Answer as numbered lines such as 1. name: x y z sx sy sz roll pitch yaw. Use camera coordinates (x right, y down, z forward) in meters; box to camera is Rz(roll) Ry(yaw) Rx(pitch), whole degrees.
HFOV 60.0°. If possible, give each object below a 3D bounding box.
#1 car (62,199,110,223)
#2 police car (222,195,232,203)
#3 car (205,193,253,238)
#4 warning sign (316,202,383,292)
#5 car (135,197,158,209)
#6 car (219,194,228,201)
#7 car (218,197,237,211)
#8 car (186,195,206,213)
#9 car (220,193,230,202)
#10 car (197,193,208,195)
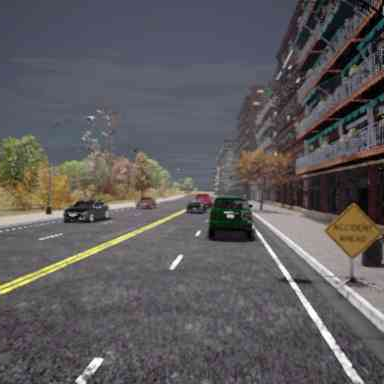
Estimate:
1. car: -7.321 1.278 23.490 1.837 1.490 4.892 1 0 6
2. police car: 7.626 1.477 73.092 1.930 1.638 5.238 1 0 3
3. car: 2.114 1.230 18.134 2.150 2.045 5.566 1 0 7
4. warning sign: 3.700 1.186 7.679 1.300 1.860 1.060 1 0 7
5. car: -5.527 1.308 40.771 1.812 1.442 4.674 1 0 5
6. car: 8.454 1.412 89.016 2.097 1.767 4.553 1 0 3
7. car: 4.431 1.506 41.953 2.128 1.511 4.902 1 0 5
8. car: 0.540 1.425 35.345 2.128 1.511 4.902 1 0 6
9. car: 8.174 1.282 83.051 2.150 2.045 5.566 1 0 3
10. car: 1.583 1.162 47.365 2.150 2.045 5.566 1 1 5
